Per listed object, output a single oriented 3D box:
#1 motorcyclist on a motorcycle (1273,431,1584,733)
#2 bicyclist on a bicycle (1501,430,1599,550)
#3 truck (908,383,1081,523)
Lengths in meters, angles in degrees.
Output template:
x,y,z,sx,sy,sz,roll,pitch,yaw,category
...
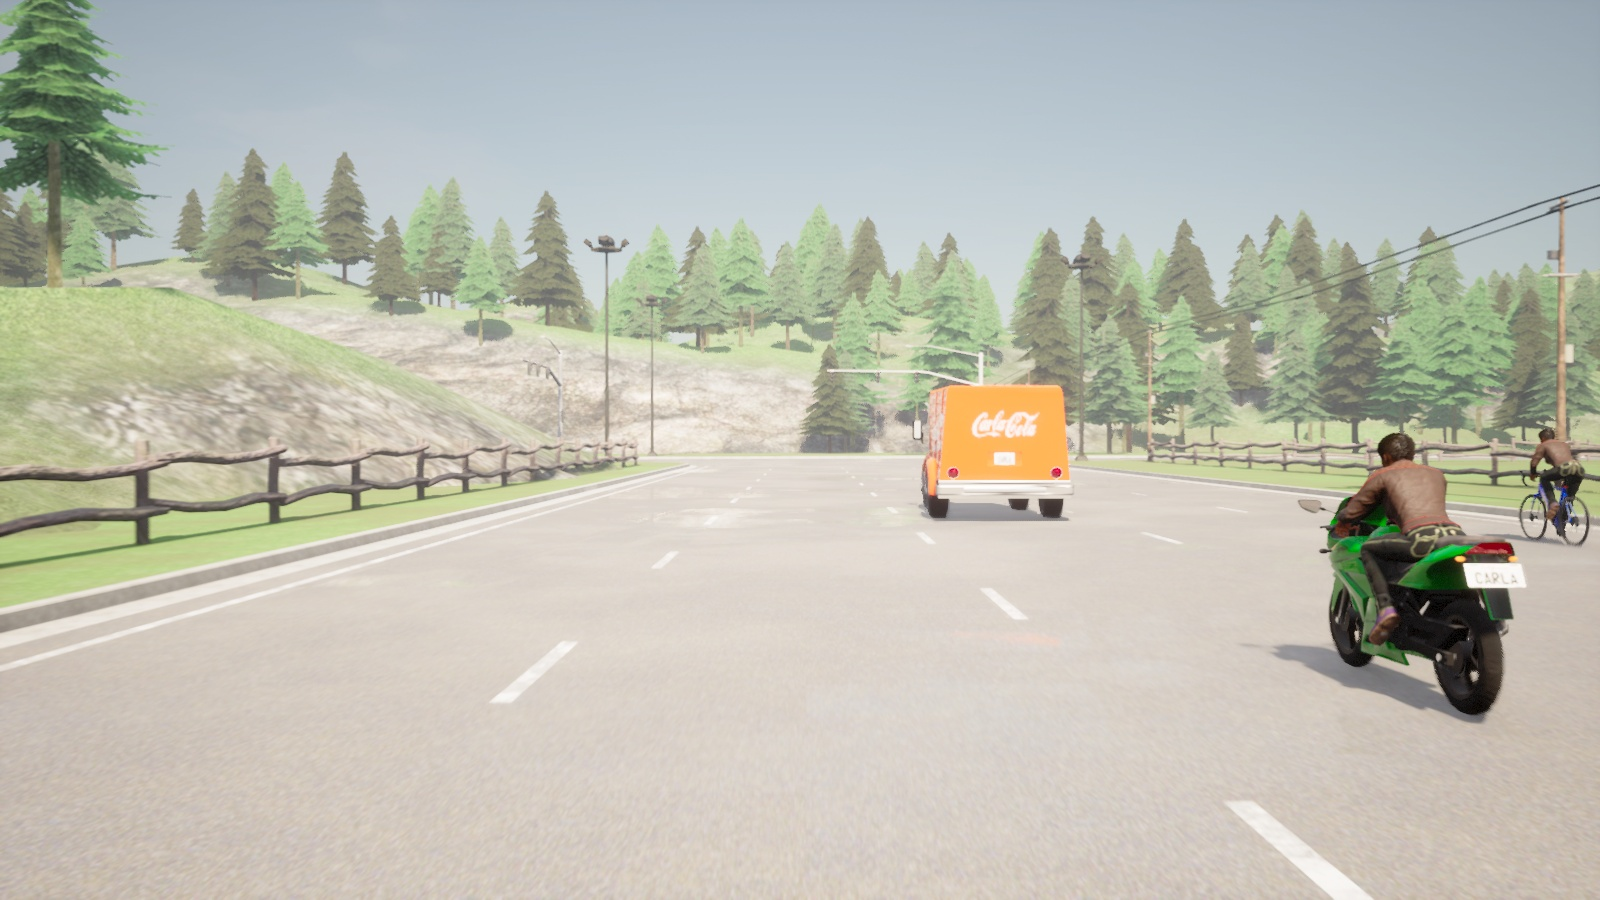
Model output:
x,y,z,sx,sy,sz,roll,pitch,yaw,category
3.557,0.659,7.359,0.797,1.523,2.044,0,1,0,motorcyclist on a motorcycle
10.614,0.534,17.672,0.582,1.620,1.656,0,0,0,bicyclist on a bicycle
3.653,0.020,24.747,2.627,2.467,5.204,0,1,1,truck
